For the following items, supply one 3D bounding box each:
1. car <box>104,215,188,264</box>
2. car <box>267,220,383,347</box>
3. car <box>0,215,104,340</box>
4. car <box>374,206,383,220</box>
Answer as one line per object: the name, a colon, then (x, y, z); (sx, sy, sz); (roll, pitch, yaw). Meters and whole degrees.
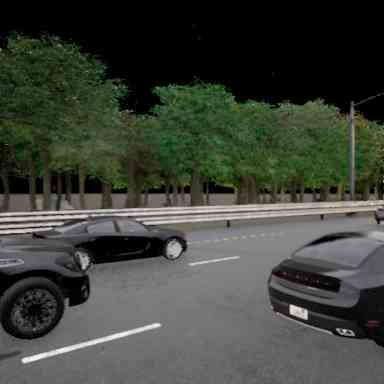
car: (-2.433, 1.474, 10.607); (5.008, 1.535, 1.882); (0, 0, -36)
car: (3.526, 1.500, 6.259); (4.892, 1.490, 1.837); (0, 0, -35)
car: (-4.426, 1.221, 4.889); (5.566, 2.045, 2.150); (0, 0, -36)
car: (14.252, 1.475, 22.507); (4.902, 1.511, 2.128); (0, 0, -35)
